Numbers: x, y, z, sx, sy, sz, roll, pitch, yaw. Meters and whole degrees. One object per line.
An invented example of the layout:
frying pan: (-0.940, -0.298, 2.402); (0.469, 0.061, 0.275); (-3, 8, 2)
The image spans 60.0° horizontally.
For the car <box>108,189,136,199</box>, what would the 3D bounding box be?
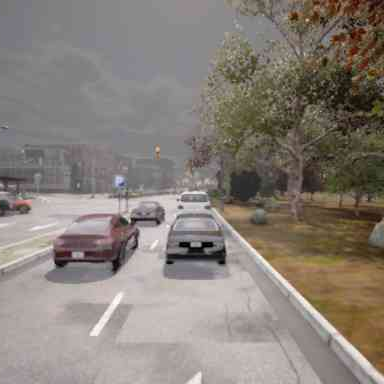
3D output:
car: (-14.474, 0.575, 67.330); (4.792, 1.488, 2.163); (-1, 1, -15)

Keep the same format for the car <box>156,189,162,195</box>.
car: (-11.493, 0.295, 91.264); (4.674, 1.452, 2.002); (-1, 1, -12)

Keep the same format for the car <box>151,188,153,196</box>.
car: (-12.676, 0.402, 82.280); (4.674, 1.452, 2.002); (-1, 1, -13)

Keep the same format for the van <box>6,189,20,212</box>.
van: (-16.614, 0.987, 26.547); (4.442, 1.987, 1.878); (-1, 0, -19)

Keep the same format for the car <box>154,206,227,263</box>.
car: (0.102, 1.422, 11.340); (2.033, 1.411, 5.357); (0, 1, 0)

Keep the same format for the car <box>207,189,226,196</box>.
car: (6.420, 0.110, 87.599); (4.553, 1.767, 2.185); (0, 1, -12)

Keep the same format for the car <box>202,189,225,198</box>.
car: (4.635, 0.293, 72.900); (4.553, 1.767, 2.185); (0, 1, -14)

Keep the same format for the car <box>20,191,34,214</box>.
car: (-16.640, 1.059, 29.526); (4.553, 1.767, 2.185); (-1, 1, -19)

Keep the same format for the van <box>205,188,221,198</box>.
van: (4.253, 0.229, 69.929); (4.442, 1.987, 1.878); (0, 1, -14)

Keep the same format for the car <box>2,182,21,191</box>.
car: (-31.190, -0.541, 58.177); (2.002, 1.452, 4.674); (6, -2, -19)

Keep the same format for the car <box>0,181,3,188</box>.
car: (-34.185, -1.104, 58.230); (2.435, 2.045, 5.566); (6, -2, -19)

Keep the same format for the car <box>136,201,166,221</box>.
car: (-2.853, 1.314, 22.188); (2.033, 1.411, 5.357); (0, 1, 1)

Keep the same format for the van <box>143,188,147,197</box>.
van: (-13.274, 0.205, 76.311); (4.442, 1.987, 1.878); (-1, 0, -14)

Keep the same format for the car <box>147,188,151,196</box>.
car: (-13.047, 0.399, 79.285); (4.892, 1.521, 2.231); (-1, 0, -14)

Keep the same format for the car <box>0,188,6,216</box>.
car: (-16.728, 0.993, 23.511); (5.566, 2.045, 2.435); (-1, 0, -20)

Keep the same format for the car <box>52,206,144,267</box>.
car: (-2.900, 1.406, 10.760); (1.812, 1.442, 4.674); (0, 1, 0)

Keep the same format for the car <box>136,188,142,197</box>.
car: (-13.830, 0.497, 70.322); (5.366, 1.575, 1.946); (-1, 0, -15)

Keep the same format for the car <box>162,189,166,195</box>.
car: (-11.044, -0.032, 94.267); (5.566, 2.045, 2.435); (-1, 0, -12)

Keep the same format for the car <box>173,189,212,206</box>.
car: (0.143, 0.993, 21.607); (2.150, 2.045, 5.566); (0, 1, 0)

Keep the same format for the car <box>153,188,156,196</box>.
car: (-12.305, 0.367, 85.282); (4.674, 1.452, 2.002); (-1, 0, -13)
